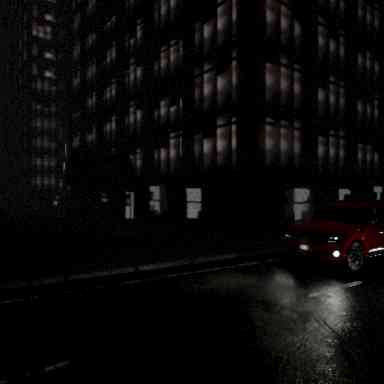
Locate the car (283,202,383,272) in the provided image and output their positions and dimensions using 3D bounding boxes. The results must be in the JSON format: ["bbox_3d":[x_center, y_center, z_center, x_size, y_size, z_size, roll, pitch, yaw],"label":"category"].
[{"bbox_3d":[5.656,1.369,11.711,5.566,2.045,2.150,1,-1,-35],"label":"car"}]
